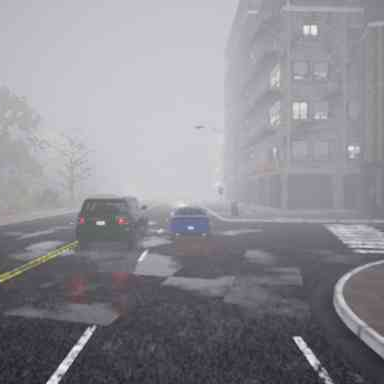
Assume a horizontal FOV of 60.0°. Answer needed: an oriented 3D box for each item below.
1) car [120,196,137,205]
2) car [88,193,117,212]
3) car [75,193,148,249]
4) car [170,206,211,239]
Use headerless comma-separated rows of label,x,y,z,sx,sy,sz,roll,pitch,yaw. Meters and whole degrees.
car,-11.092,1.411,58.227,2.128,1.511,4.902,0,0,-1
car,-10.619,1.164,40.033,2.150,2.045,5.566,0,0,-2
car,-3.281,1.197,14.521,2.150,2.045,5.566,0,0,-1
car,-0.079,1.438,17.027,1.882,1.535,5.008,0,0,-1
